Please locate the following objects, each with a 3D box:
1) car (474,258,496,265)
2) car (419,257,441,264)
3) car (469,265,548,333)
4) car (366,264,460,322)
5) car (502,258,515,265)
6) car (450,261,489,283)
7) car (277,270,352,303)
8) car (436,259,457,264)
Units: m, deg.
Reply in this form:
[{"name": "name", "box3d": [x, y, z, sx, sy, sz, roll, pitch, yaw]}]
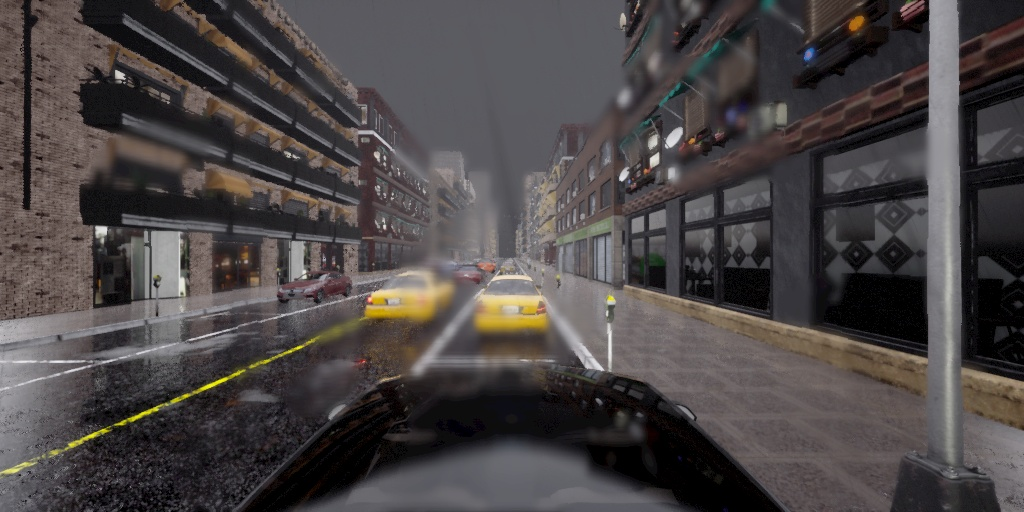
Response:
[{"name": "car", "box3d": [-3.062, 1.101, 43.498, 2.097, 1.767, 4.553, 0, 0, 0]}, {"name": "car", "box3d": [-8.837, 1.064, 39.007, 2.192, 1.841, 5.009, 0, 0, 0]}, {"name": "car", "box3d": [0.005, 1.207, 10.689, 1.801, 1.575, 5.366, 0, 0, 0]}, {"name": "car", "box3d": [-3.145, 1.207, 12.161, 1.801, 1.575, 5.366, 0, 0, 0]}, {"name": "car", "box3d": [-0.456, 1.275, 39.173, 1.751, 1.417, 4.829, 0, 0, 0]}, {"name": "car", "box3d": [-3.065, 1.314, 26.507, 1.994, 1.385, 4.181, 0, 0, 0]}, {"name": "car", "box3d": [-8.837, 1.333, 16.462, 1.802, 1.307, 4.207, 0, 0, 0]}, {"name": "car", "box3d": [-6.233, 1.275, 37.059, 1.812, 1.442, 4.674, 0, 0, 0]}]
